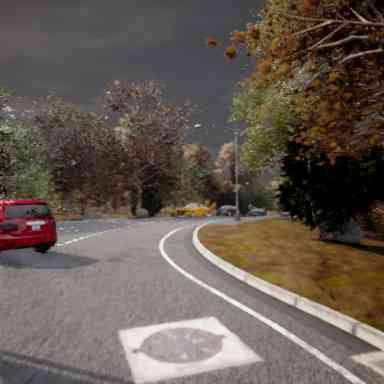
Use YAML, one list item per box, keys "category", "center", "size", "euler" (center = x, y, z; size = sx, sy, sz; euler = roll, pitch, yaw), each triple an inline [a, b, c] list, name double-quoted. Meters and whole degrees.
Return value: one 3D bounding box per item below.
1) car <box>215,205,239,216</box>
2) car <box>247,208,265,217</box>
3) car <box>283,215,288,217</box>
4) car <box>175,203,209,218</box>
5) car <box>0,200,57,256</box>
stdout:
- category: "car"
  center: [4.795, 2.515, 44.401]
  size: [1.837, 1.490, 4.892]
  euler: [-1, -4, 29]
- category: "car"
  center: [10.719, 3.474, 55.240]
  size: [1.837, 1.490, 4.892]
  euler: [-1, -5, 29]
- category: "car"
  center: [16.943, 3.926, 59.102]
  size: [2.128, 1.511, 4.902]
  euler: [-1, -5, 28]
- category: "car"
  center: [0.041, 1.935, 35.665]
  size: [1.882, 1.535, 5.008]
  euler: [-1, -3, 29]
- category: "car"
  center: [-7.547, 1.332, 12.791]
  size: [5.566, 2.045, 2.150]
  euler: [-1, -1, 33]
